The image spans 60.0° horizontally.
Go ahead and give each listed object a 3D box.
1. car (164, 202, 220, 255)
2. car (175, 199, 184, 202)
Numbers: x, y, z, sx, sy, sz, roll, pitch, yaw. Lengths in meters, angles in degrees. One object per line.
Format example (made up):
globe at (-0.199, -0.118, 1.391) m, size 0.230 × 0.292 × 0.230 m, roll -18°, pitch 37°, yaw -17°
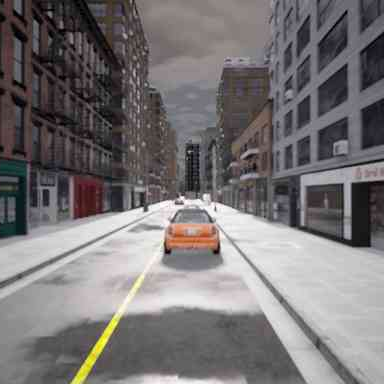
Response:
car at (0.003, 1.483, 14.079) m, size 2.097 × 1.767 × 4.553 m, roll 0°, pitch -1°, yaw 0°
car at (-2.746, 2.182, 71.007) m, size 1.994 × 1.385 × 4.181 m, roll 0°, pitch 0°, yaw 0°
